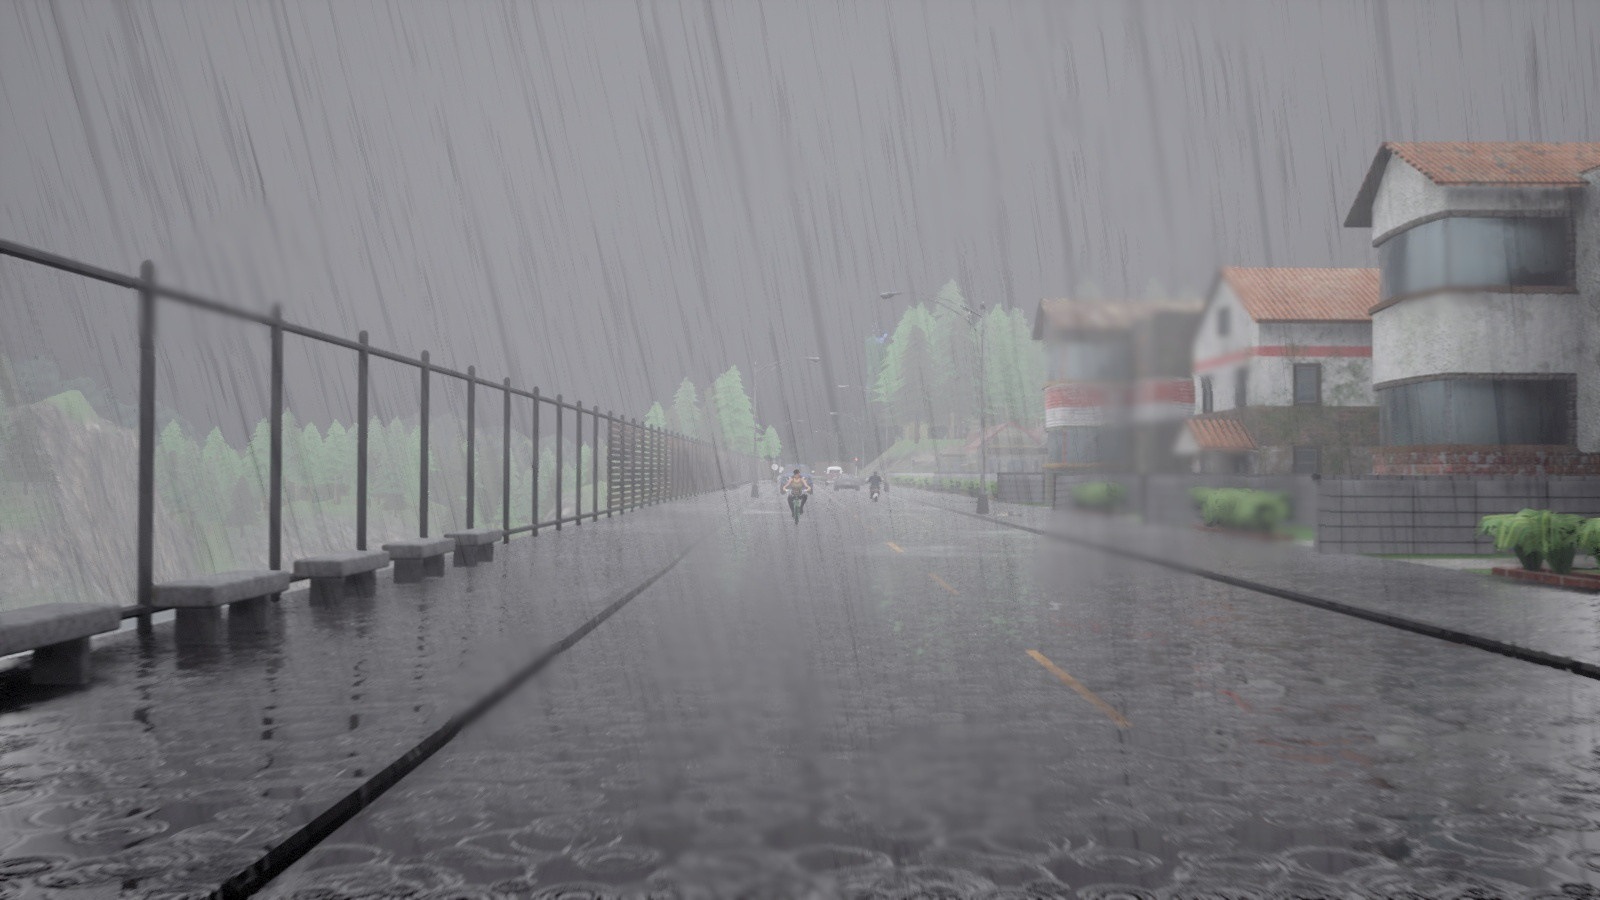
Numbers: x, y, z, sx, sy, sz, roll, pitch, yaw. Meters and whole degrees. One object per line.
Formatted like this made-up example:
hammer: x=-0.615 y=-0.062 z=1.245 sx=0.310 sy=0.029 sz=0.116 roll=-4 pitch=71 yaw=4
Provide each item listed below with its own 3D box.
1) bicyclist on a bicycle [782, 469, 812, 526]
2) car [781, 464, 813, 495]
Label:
bicyclist on a bicycle: x=-0.084 y=1.362 z=36.477 sx=0.866 sy=1.612 sz=1.509 roll=0 pitch=-1 yaw=0
car: x=-0.208 y=1.962 z=85.313 sx=2.150 sy=2.045 sz=5.566 roll=0 pitch=-1 yaw=0
